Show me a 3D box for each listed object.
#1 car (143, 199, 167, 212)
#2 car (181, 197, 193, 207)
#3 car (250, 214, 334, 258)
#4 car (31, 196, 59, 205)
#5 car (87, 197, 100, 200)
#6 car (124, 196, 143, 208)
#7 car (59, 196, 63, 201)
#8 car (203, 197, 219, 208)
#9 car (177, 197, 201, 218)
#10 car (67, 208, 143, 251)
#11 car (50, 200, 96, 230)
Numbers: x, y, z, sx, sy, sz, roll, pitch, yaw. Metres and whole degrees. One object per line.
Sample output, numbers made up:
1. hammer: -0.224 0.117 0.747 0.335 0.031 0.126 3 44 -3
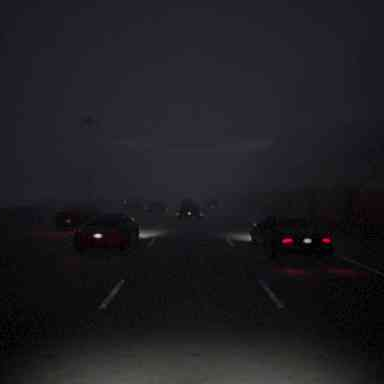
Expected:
1. car: -3.971 1.530 38.391 2.128 1.511 4.902 0 0 -2
2. car: -0.818 1.565 52.248 1.837 1.490 4.892 0 0 -1
3. car: 3.569 1.569 12.814 2.033 1.411 5.357 0 0 0
4. car: -21.879 1.498 49.051 1.882 1.535 5.008 0 0 -1
5. car: -18.696 1.643 63.489 2.033 1.411 5.357 0 0 -1
6. car: -7.608 1.390 43.750 2.097 1.767 4.553 0 0 -1
7. car: -25.657 1.481 61.896 2.128 1.511 4.902 0 0 -1
8. car: 2.778 1.567 48.416 1.837 1.490 4.892 0 0 -1
9. car: -0.274 1.539 30.483 1.837 1.490 4.892 0 0 -2
10. car: -3.450 1.575 14.114 1.994 1.385 4.181 0 0 -1
11. car: -7.060 1.491 21.347 1.882 1.535 5.008 0 0 -1
